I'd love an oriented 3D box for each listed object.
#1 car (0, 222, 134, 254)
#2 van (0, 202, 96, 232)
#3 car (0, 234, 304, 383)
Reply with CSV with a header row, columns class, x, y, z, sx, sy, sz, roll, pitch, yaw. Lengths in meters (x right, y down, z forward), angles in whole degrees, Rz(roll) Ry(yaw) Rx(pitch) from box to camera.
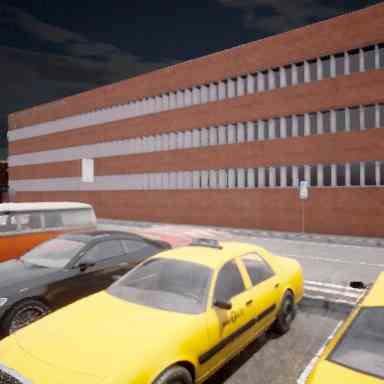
class,x,y,z,sx,sy,sz,roll,pitch,yaw
car,-2.168,1.524,6.541,2.002,1.452,4.674,0,0,35
van,-4.538,1.260,8.084,1.878,1.987,4.442,0,0,35
car,0.023,1.479,4.748,1.946,1.575,5.366,0,0,35
